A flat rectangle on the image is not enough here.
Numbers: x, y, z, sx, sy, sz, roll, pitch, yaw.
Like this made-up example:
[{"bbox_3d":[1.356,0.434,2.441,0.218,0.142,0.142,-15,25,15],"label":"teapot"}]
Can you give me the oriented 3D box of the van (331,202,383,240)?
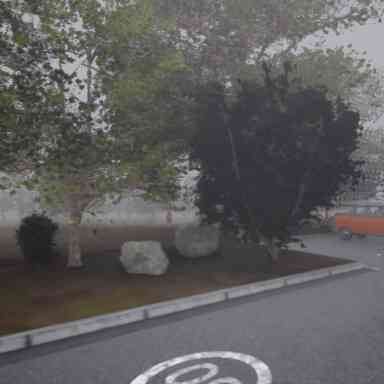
[{"bbox_3d":[9.309,1.520,16.838,1.878,1.987,4.442,2,-1,-35],"label":"van"}]
